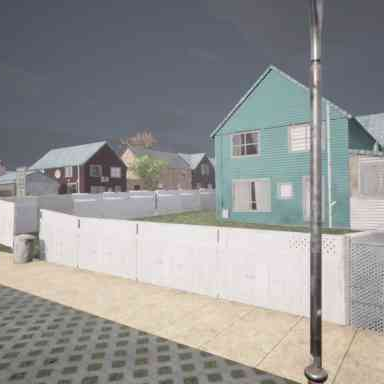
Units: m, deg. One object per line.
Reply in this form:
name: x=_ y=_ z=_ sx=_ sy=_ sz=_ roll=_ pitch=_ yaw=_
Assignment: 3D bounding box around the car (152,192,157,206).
car: x=-4.170 y=0.795 z=33.419 sx=1.882 sy=1.535 sz=5.008 roll=-1 pitch=1 yaw=35
